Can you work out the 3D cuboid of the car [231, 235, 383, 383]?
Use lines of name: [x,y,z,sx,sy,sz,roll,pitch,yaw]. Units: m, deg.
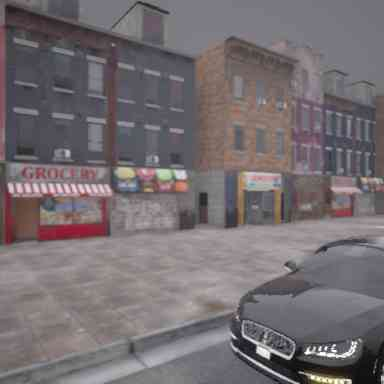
car: [2.746,1.489,5.016,4.892,1.490,1.837,0,0,-36]
